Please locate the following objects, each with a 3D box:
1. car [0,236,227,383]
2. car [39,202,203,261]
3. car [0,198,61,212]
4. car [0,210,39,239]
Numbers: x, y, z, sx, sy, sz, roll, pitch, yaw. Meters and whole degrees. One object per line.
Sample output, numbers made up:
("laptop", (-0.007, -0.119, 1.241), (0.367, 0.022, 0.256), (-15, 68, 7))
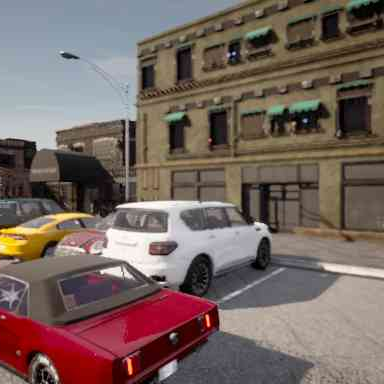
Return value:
("car", (-2.057, 1.617, 4.846), (4.718, 1.301, 1.895), (0, 0, 35))
("car", (-1.929, 1.381, 10.382), (2.185, 1.767, 4.553), (0, 0, 36))
("car", (-6.518, 1.272, 13.662), (2.435, 2.045, 5.566), (0, 0, 36))
("car", (-4.192, 1.515, 11.957), (2.097, 1.535, 5.008), (0, 0, 36))
